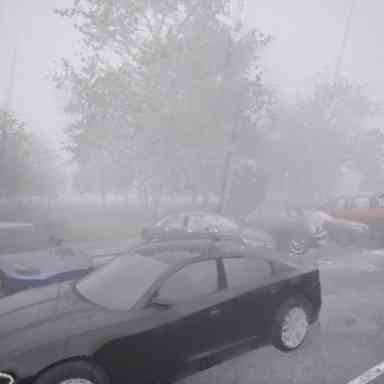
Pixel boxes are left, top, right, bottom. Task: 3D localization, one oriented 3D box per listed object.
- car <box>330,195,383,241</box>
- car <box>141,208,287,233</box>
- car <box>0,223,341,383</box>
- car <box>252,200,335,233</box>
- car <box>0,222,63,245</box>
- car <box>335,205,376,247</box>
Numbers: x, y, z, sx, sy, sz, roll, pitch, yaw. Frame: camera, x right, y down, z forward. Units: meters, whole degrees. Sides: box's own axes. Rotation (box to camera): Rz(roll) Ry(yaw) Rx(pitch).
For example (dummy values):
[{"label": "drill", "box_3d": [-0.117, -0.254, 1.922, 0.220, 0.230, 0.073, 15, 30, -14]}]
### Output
[{"label": "car", "box_3d": [7.716, 1.172, 16.507, 5.566, 2.045, 2.435, -1, 0, 36]}, {"label": "car", "box_3d": [0.399, 1.456, 11.448, 4.892, 1.521, 2.231, -1, -1, 35]}, {"label": "car", "box_3d": [-0.288, 1.465, 4.552, 5.008, 1.535, 1.882, 0, 0, -35]}, {"label": "car", "box_3d": [2.864, 1.317, 13.111, 4.553, 1.767, 2.185, -1, 0, 35]}, {"label": "car", "box_3d": [-4.435, 1.510, 8.004, 4.792, 1.488, 2.163, -1, -1, 35]}, {"label": "car", "box_3d": [5.291, 1.472, 14.821, 4.674, 1.452, 2.002, -1, -1, 35]}]
